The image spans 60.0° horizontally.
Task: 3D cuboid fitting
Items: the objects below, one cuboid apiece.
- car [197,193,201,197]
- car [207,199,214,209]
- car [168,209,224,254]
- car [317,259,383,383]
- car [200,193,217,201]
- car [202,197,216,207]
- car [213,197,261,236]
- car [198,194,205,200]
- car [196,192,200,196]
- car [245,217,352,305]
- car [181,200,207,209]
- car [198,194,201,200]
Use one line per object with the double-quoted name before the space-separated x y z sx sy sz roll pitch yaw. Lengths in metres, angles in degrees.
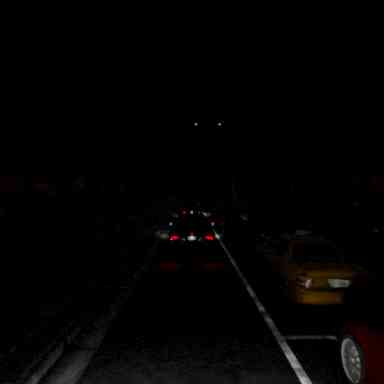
"car" 2.632 1.501 69.165 1.947 1.339 4.313 2 0 0
"car" 2.736 1.651 31.795 1.812 1.442 4.674 0 0 0
"car" -0.005 1.650 13.999 2.033 1.411 5.357 0 0 0
"car" 2.649 1.607 2.464 1.802 1.307 4.206 1 0 0
"car" 2.646 1.396 46.938 2.192 1.841 5.009 2 0 0
"car" 2.638 1.598 52.497 1.887 1.381 4.507 2 0 0
"car" 2.653 1.438 19.145 2.192 1.841 5.009 1 0 0
"car" 2.620 1.344 91.379 1.802 1.307 4.206 2 0 0
"car" 2.635 1.160 80.270 2.192 1.841 5.009 2 0 0
"car" 2.649 1.596 8.195 1.752 1.417 4.829 1 0 0
"car" -0.012 1.675 28.999 2.033 1.411 5.357 0 0 0
"car" 2.635 1.546 63.609 1.947 1.339 4.313 2 0 0
